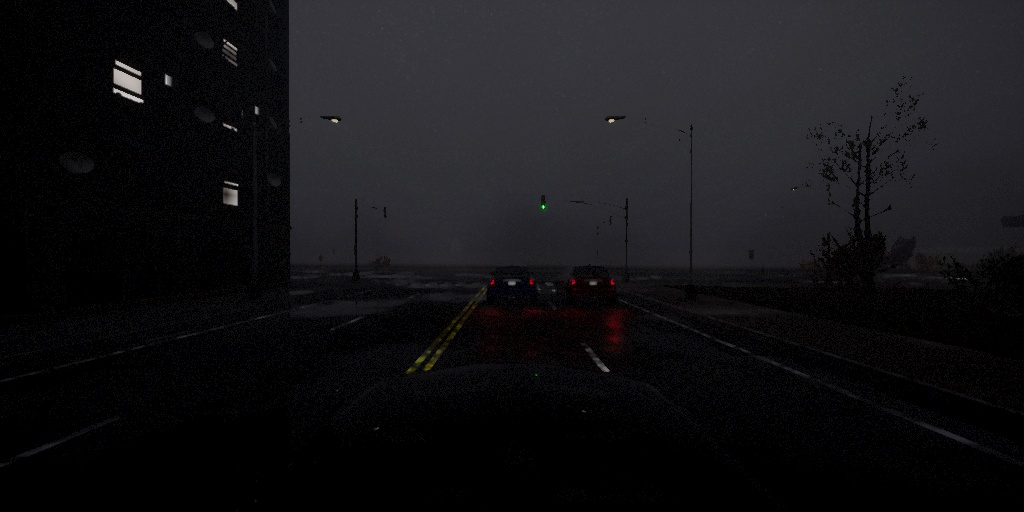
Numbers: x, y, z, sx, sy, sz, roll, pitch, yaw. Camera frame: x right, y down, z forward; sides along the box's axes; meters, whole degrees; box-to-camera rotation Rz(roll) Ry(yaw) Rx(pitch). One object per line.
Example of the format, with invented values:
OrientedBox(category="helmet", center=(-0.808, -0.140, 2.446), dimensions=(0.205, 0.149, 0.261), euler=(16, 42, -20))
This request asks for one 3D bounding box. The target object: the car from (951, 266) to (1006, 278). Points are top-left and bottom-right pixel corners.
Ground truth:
OrientedBox(category="car", center=(50.995, 1.766, 39.200), dimensions=(4.181, 1.385, 1.994), euler=(0, 1, 1))

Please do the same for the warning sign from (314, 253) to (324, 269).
OrientedBox(category="warning sign", center=(-23.468, 0.583, 43.935), dimensions=(1.060, 1.860, 1.300), euler=(0, 0, 1))

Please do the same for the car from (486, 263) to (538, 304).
OrientedBox(category="car", center=(0.000, 1.112, 16.470), dimensions=(2.097, 1.767, 4.553), euler=(0, 0, 0))

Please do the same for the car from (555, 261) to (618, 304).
OrientedBox(category="car", center=(3.250, 1.112, 16.470), dimensions=(2.097, 1.767, 4.553), euler=(0, 0, 0))
